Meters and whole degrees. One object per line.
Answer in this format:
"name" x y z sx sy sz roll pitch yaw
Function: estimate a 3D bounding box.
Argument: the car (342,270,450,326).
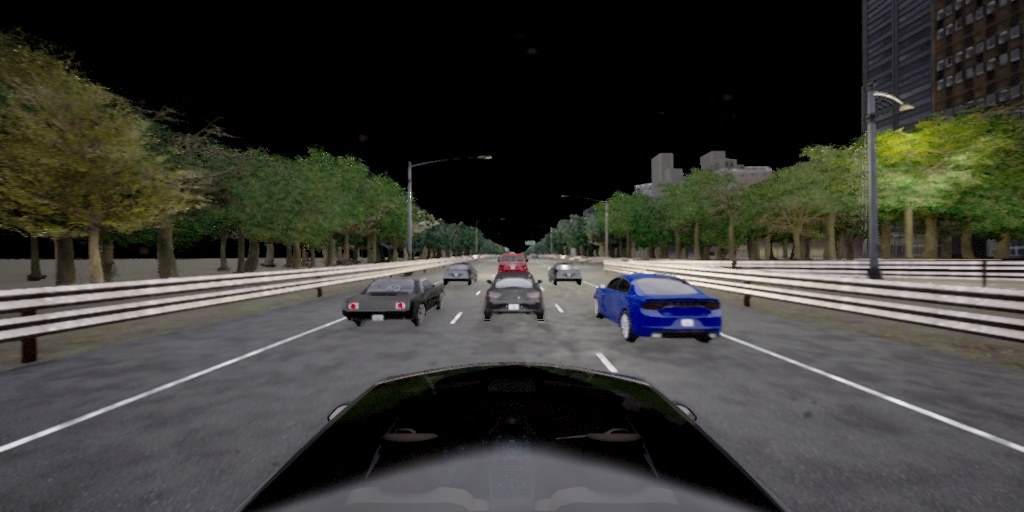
"car" -3.438 1.306 11.475 1.895 1.301 4.718 0 0 1

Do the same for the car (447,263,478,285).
"car" -3.450 1.180 24.697 2.033 1.411 5.357 0 0 1

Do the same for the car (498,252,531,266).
"car" 0.073 0.836 27.411 2.150 2.045 5.566 0 1 0

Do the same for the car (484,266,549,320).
"car" 0.079 1.228 12.216 1.812 1.442 4.674 0 0 1

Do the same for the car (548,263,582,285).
"car" 3.549 1.180 24.669 2.033 1.411 5.357 0 0 1

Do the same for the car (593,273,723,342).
"car" 3.544 1.192 9.681 1.882 1.535 5.008 0 0 0
